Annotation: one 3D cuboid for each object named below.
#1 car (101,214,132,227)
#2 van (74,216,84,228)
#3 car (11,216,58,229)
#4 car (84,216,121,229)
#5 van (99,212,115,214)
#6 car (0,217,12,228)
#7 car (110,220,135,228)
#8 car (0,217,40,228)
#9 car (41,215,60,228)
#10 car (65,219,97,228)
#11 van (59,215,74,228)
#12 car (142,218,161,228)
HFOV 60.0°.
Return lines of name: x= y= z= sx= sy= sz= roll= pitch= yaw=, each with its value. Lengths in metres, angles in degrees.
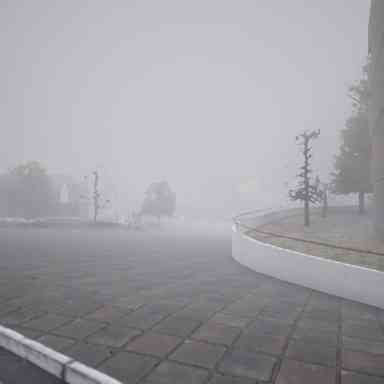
car: x=-15.531 y=6.014 z=66.091 sx=5.566 sy=2.045 sz=2.435 roll=0 pitch=-5 yaw=5
van: x=-20.416 y=4.914 z=55.152 sx=4.442 sy=1.987 sz=1.878 roll=0 pitch=-6 yaw=5
car: x=-20.303 y=4.155 z=43.107 sx=1.895 sy=1.301 sz=4.718 roll=-1 pitch=-6 yaw=24
car: x=-13.214 y=4.791 z=49.486 sx=1.882 sy=1.535 sz=5.008 roll=-1 pitch=-6 yaw=24
van: x=-23.454 y=7.323 z=92.576 sx=1.878 sy=1.987 sz=4.442 roll=0 pitch=1 yaw=10
car: x=-25.556 y=4.049 z=44.174 sx=4.674 sy=1.452 sz=2.002 roll=0 pitch=-5 yaw=5
car: x=-14.257 y=6.586 z=68.800 sx=4.674 sy=1.452 sz=2.002 roll=0 pitch=-5 yaw=5
car: x=-24.313 y=4.331 z=46.922 sx=4.674 sy=1.452 sz=2.002 roll=0 pitch=-6 yaw=5
car: x=-23.236 y=4.569 z=49.674 sx=5.366 sy=1.575 sz=1.946 roll=0 pitch=-5 yaw=5
car: x=-19.271 y=5.420 z=57.865 sx=4.892 sy=1.521 sz=2.231 roll=0 pitch=-5 yaw=5
van: x=-21.673 y=4.631 z=52.412 sx=4.442 sy=1.987 sz=1.878 roll=0 pitch=-6 yaw=5
car: x=-8.530 y=6.711 z=68.846 sx=2.128 sy=1.511 sz=4.902 roll=-1 pitch=-6 yaw=24
